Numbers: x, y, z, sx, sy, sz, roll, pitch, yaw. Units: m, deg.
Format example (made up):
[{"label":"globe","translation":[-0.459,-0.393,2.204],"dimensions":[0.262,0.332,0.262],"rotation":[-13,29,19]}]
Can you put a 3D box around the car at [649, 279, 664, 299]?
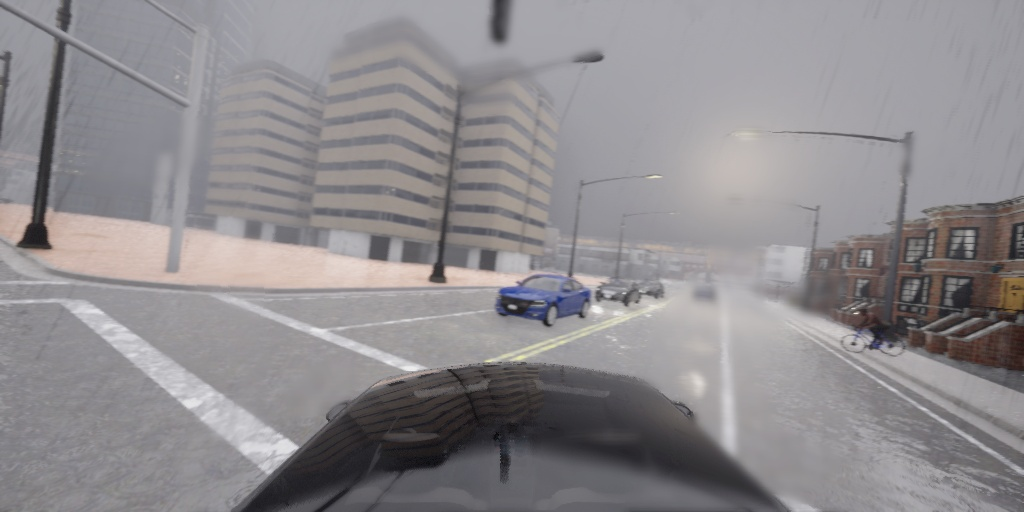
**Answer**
[{"label":"car","translation":[11.746,2.742,30.520],"dimensions":[2.128,1.511,4.902],"rotation":[7,0,31]}]

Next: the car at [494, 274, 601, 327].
[{"label":"car","translation":[1.303,1.400,12.772],"dimensions":[1.882,1.535,5.008],"rotation":[7,0,31]}]

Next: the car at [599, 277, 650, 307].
[{"label":"car","translation":[6.486,2.073,21.589],"dimensions":[2.128,1.511,4.902],"rotation":[7,0,31]}]

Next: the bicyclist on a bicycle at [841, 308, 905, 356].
[{"label":"bicyclist on a bicycle","translation":[12.723,2.688,12.710],"dimensions":[1.656,1.620,0.582],"rotation":[-2,-5,30]}]

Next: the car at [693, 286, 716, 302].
[{"label":"car","translation":[19.860,3.819,37.096],"dimensions":[2.033,1.411,5.357],"rotation":[7,0,31]}]
